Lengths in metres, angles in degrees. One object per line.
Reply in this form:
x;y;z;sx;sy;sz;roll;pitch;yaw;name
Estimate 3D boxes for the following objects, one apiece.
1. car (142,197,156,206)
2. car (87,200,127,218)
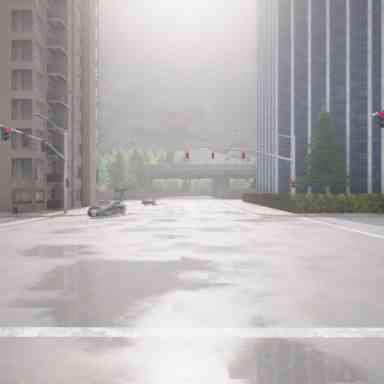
-6.997;1.519;54.315;1.994;1.385;4.181;0;0;0;car
-7.663;1.534;30.489;2.128;1.511;4.902;0;1;15;car
